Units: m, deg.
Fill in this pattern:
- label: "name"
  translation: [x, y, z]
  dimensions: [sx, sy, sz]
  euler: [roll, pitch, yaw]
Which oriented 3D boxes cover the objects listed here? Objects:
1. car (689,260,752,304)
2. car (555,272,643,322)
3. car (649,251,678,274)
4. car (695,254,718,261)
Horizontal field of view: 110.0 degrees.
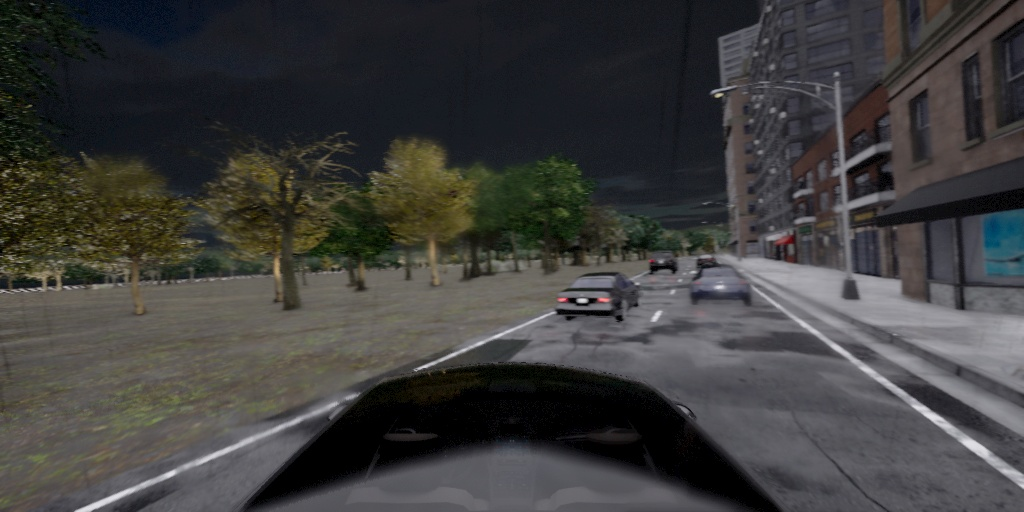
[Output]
- label: "car"
  translation: [8.152, 1.033, 14.224]
  dimensions: [1.994, 1.385, 4.181]
  euler: [-3, -1, 28]
- label: "car"
  translation: [3.117, 1.252, 12.160]
  dimensions: [2.033, 1.411, 5.357]
  euler: [-3, -1, 28]
- label: "car"
  translation: [14.115, 0.540, 33.310]
  dimensions: [2.150, 2.045, 5.566]
  euler: [-3, 0, 28]
- label: "car"
  translation: [19.647, 0.514, 36.198]
  dimensions: [1.882, 1.535, 5.008]
  euler: [-3, 0, 28]
